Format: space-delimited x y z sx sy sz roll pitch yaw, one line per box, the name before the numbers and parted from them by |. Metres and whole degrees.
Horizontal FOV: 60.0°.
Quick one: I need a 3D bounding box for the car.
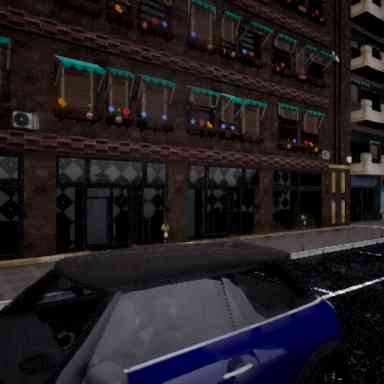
car | -0.683 1.352 2.889 4.553 1.767 2.097 0 0 -35
